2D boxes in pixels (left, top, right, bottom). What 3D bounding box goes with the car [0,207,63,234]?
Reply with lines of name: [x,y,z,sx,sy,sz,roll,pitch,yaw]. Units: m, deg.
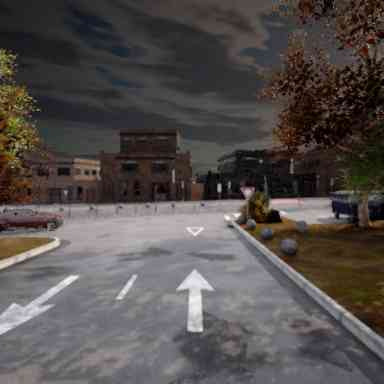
car: [-10.127,1.642,19.664,4.674,1.442,1.812,-1,2,-32]

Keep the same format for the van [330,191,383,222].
van: [11.199,0.904,23.133,1.878,1.987,4.442,-3,1,2]
